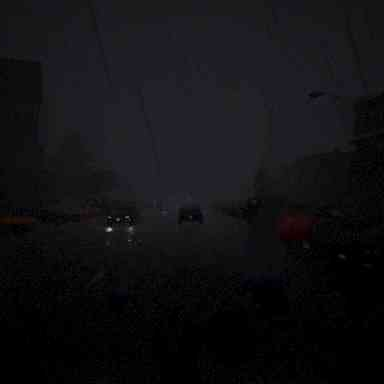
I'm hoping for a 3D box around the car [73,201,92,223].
[{"bbox_3d":[-11.339,1.765,27.429,5.366,1.575,1.946,0,-1,-20],"label":"car"}]

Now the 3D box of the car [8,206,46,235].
[{"bbox_3d":[-11.279,1.620,18.457,5.366,1.575,1.946,-1,-1,-20],"label":"car"}]

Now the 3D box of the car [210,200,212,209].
[{"bbox_3d":[6.003,2.436,53.862,5.008,1.535,2.097,1,-2,-21],"label":"car"}]

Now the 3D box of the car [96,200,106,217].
[{"bbox_3d":[-11.739,1.897,33.281,5.366,1.575,1.946,0,-1,-20],"label":"car"}]

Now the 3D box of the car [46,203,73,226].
[{"bbox_3d":[-11.461,1.745,24.386,4.792,1.488,2.163,0,-1,-20],"label":"car"}]

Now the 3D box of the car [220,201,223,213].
[{"bbox_3d":[6.194,2.043,39.189,4.674,1.452,2.002,1,-1,-21],"label":"car"}]

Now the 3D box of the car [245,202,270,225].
[{"bbox_3d":[6.338,1.634,21.600,4.892,1.521,2.231,1,-1,-20],"label":"car"}]

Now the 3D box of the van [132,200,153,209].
[{"bbox_3d":[-11.658,3.009,78.318,4.442,1.987,1.878,0,-2,-19],"label":"van"}]

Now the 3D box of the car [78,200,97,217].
[{"bbox_3d":[-11.709,1.830,30.290,5.366,1.575,1.946,0,-1,-20],"label":"car"}]

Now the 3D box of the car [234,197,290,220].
[{"bbox_3d":[6.353,1.431,24.550,5.566,2.045,2.435,1,-1,-20],"label":"car"}]

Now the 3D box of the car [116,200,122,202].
[{"bbox_3d":[-11.451,2.050,39.394,5.366,1.575,1.946,0,-2,-20],"label":"car"}]

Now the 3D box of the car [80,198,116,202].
[{"bbox_3d":[-11.621,1.722,36.332,5.566,2.045,2.435,0,-1,-20],"label":"car"}]

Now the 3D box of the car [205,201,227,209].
[{"bbox_3d":[5.532,3.018,77.383,4.553,1.767,2.185,1,-2,-21],"label":"car"}]

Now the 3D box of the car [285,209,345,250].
[{"bbox_3d":[6.362,1.560,12.780,4.792,1.488,2.163,1,0,-20],"label":"car"}]

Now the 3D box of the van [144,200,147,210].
[{"bbox_3d":[-11.809,2.644,66.319,4.442,1.987,1.878,0,-2,-19],"label":"van"}]

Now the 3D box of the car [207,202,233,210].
[{"bbox_3d":[5.748,2.878,68.542,5.008,1.535,2.097,1,-2,-21],"label":"car"}]

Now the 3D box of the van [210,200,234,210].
[{"bbox_3d":[5.909,2.566,65.651,4.442,1.987,1.878,1,-2,-21],"label":"van"}]

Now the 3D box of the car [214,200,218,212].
[{"bbox_3d":[6.113,2.171,45.062,5.008,1.535,2.097,1,-2,-21],"label":"car"}]

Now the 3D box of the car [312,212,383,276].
[{"bbox_3d":[6.406,1.507,9.863,5.008,1.535,2.097,1,0,-20],"label":"car"}]

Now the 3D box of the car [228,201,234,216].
[{"bbox_3d":[6.283,1.793,30.398,5.008,1.535,2.097,1,-1,-20],"label":"car"}]

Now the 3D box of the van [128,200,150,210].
[{"bbox_3d":[-11.518,2.826,72.407,4.442,1.987,1.878,0,-2,-19],"label":"van"}]

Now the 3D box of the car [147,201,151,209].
[{"bbox_3d":[-11.634,2.835,69.369,4.553,1.767,2.185,0,-2,-19],"label":"car"}]

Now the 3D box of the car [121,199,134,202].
[{"bbox_3d":[-11.762,2.069,48.307,5.566,2.045,2.435,0,-2,-21],"label":"car"}]

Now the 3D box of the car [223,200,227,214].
[{"bbox_3d":[6.192,1.801,36.262,4.553,1.767,2.185,1,-2,-21],"label":"car"}]

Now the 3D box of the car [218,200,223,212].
[{"bbox_3d":[6.127,1.959,42.125,4.553,1.767,2.185,1,-2,-21],"label":"car"}]

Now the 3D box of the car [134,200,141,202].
[{"bbox_3d":[-11.796,2.253,54.323,5.566,2.045,2.435,0,-2,-20],"label":"car"}]

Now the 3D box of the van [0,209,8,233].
[{"bbox_3d":[-11.331,1.359,15.443,4.442,1.987,1.878,-1,-1,-20],"label":"van"}]

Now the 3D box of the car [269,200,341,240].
[{"bbox_3d":[6.347,1.432,15.725,4.553,1.767,2.185,1,-1,-20],"label":"car"}]

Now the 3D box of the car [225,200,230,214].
[{"bbox_3d":[6.244,1.855,33.329,5.008,1.535,2.097,1,-2,-20],"label":"car"}]

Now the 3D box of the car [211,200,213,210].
[{"bbox_3d":[6.034,2.349,50.929,4.892,1.521,2.231,1,-2,-21],"label":"car"}]

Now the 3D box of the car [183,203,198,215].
[{"bbox_3d":[-0.219,2.204,44.089,1.812,1.442,4.674,0,-2,0],"label":"car"}]

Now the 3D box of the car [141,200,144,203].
[{"bbox_3d":[-11.758,2.688,60.348,4.892,1.521,2.231,0,-2,-20],"label":"car"}]

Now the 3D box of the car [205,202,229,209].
[{"bbox_3d":[5.649,3.085,74.450,4.792,1.488,2.163,1,-2,-21],"label":"car"}]

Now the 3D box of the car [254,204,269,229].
[{"bbox_3d":[6.355,1.595,18.662,4.892,1.521,2.231,1,-1,-20],"label":"car"}]

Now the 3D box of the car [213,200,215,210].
[{"bbox_3d":[6.072,2.260,47.998,4.892,1.521,2.231,1,-2,-21],"label":"car"}]

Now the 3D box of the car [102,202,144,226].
[{"bbox_3d":[-5.137,1.740,25.568,1.837,1.490,4.892,0,-1,0],"label":"car"}]

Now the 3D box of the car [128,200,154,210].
[{"bbox_3d":[-11.563,2.892,75.377,5.566,2.045,2.435,0,-2,-19],"label":"car"}]

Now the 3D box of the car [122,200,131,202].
[{"bbox_3d":[-11.524,2.226,45.384,5.366,1.575,1.946,0,-2,-21],"label":"car"}]

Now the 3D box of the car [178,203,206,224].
[{"bbox_3d":[-0.094,1.741,27.282,1.882,1.535,5.008,0,-1,0],"label":"car"}]

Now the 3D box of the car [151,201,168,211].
[{"bbox_3d":[-5.477,2.476,58.582,2.097,1.767,4.553,0,-2,0],"label":"car"}]

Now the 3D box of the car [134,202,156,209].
[{"bbox_3d":[-11.502,3.325,81.349,5.008,1.535,2.097,0,-2,-19],"label":"car"}]

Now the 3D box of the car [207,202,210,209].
[{"bbox_3d":[5.909,2.612,59.731,5.008,1.535,2.097,1,-2,-21],"label":"car"}]

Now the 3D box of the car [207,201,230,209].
[{"bbox_3d":[5.654,2.840,71.487,4.553,1.767,2.185,1,-2,-21],"label":"car"}]
